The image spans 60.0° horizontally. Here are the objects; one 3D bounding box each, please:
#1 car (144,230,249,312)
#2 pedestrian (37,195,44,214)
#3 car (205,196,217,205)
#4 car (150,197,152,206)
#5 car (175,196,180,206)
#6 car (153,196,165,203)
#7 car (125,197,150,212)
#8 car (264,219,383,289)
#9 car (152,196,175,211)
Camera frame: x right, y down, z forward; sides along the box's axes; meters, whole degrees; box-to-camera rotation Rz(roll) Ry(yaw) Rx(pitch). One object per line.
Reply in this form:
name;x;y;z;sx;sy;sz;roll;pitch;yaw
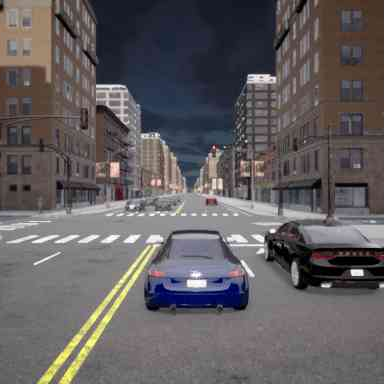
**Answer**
car;0.079;1.563;7.800;1.994;1.385;4.181;0;0;0
pedestrian;-14.180;1.166;31.106;0.375;1.860;0.375;0;0;0
car;3.280;1.464;57.713;1.882;1.535;5.008;0;0;0
car;-6.655;1.493;51.688;1.837;1.490;4.892;0;0;0
car;-3.399;1.491;53.358;1.837;1.490;4.892;0;1;0
car;-6.592;1.582;67.484;1.895;1.301;4.718;0;0;0
car;-6.644;1.486;39.223;2.128;1.511;4.902;0;0;0
car;3.327;1.477;9.179;1.882;1.535;5.008;0;0;0
car;-3.396;1.499;40.476;1.837;1.490;4.892;0;0;0
